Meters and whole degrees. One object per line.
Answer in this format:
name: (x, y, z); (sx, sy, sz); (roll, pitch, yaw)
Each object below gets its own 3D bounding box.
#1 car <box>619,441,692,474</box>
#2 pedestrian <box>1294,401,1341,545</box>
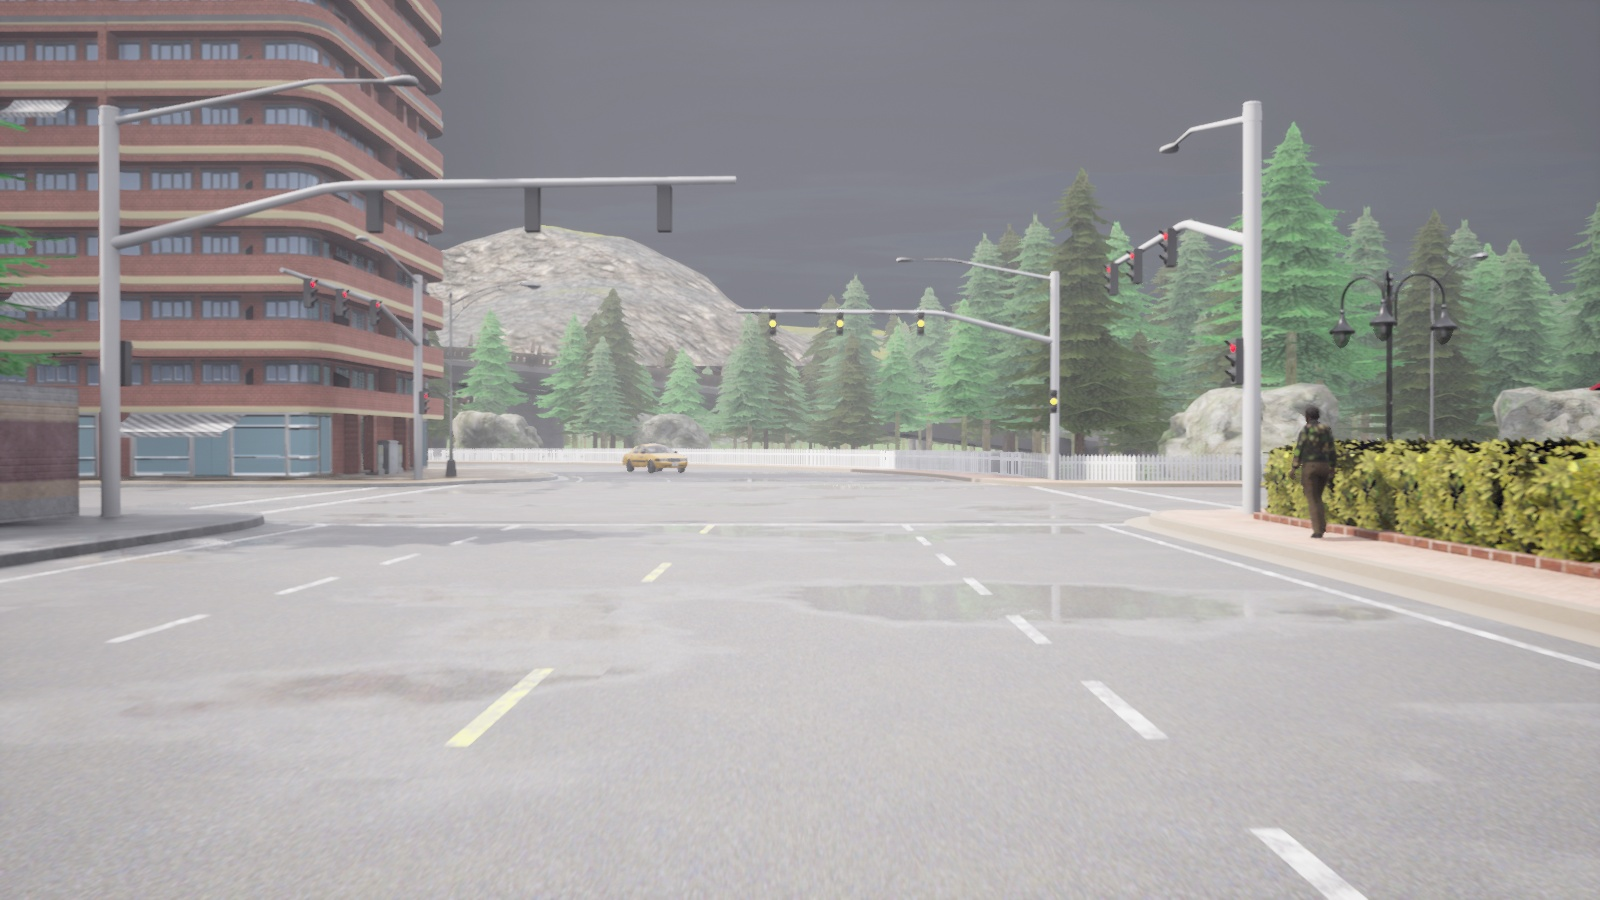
car: (-7.323, 0.325, 62.952); (1.801, 1.575, 5.366); (0, 0, -28)
pedestrian: (7.078, 0.309, 17.194); (0.395, 1.930, 0.692); (0, 0, 3)
